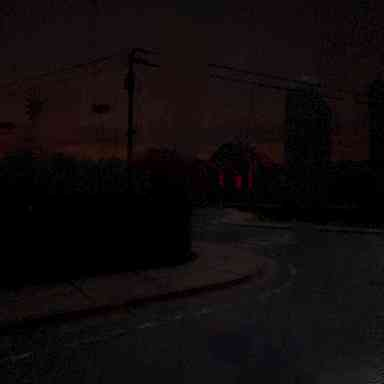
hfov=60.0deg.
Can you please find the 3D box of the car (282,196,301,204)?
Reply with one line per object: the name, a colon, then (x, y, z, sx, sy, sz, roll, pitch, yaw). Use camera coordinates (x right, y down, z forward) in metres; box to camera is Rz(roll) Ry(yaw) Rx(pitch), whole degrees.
car: (16.496, 1.903, 54.601, 2.242, 1.667, 4.611, 0, 0, 31)
